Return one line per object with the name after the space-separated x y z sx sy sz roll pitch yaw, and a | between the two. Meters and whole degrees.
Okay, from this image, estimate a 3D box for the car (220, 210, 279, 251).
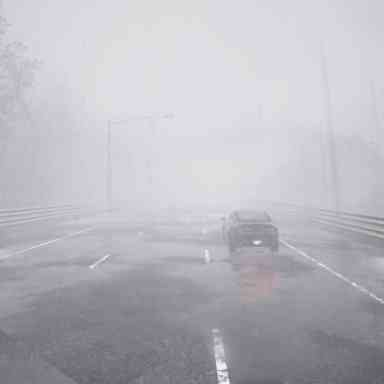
2.355 1.511 14.061 1.837 1.490 4.892 0 0 2 | car

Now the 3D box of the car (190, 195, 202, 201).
0.602 1.621 85.736 2.033 1.411 5.357 0 0 7 | car

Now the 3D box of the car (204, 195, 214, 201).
4.132 1.676 85.789 1.895 1.301 4.718 0 0 7 | car

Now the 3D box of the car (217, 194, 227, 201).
7.696 1.437 86.132 2.097 1.767 4.553 0 0 7 | car
